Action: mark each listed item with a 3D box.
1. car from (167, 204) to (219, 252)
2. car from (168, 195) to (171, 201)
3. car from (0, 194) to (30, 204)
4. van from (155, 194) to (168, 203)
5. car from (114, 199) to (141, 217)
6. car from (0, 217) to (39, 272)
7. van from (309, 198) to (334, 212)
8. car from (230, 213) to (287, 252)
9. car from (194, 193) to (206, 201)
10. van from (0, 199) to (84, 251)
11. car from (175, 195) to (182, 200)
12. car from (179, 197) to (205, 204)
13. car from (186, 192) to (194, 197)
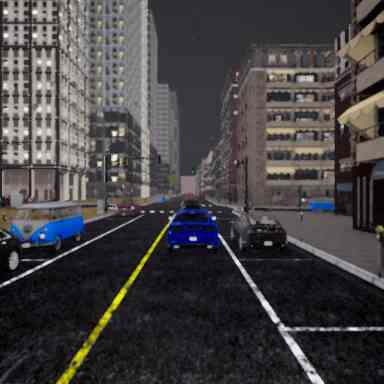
[{"bbox_3d":[0.023,1.462,13.891,1.882,1.535,5.008,0,0,0],"label":"car"},{"bbox_3d":[-6.189,1.462,85.058,1.752,1.417,4.829,0,0,0],"label":"car"},{"bbox_3d":[-21.370,1.026,41.241,4.097,1.590,1.967,1,-1,0],"label":"car"},{"bbox_3d":[-6.059,1.285,63.025,1.690,1.788,3.998,0,0,0],"label":"van"},{"bbox_3d":[-5.867,1.408,30.551,1.967,1.590,4.097,0,0,0],"label":"car"},{"bbox_3d":[-5.733,1.541,7.957,2.008,1.369,4.403,0,0,0],"label":"car"},{"bbox_3d":[16.690,1.662,41.418,3.998,1.788,1.690,1,-1,0],"label":"van"},{"bbox_3d":[2.614,1.535,13.654,2.008,1.369,4.403,0,0,0],"label":"car"},{"bbox_3d":[2.223,1.253,79.728,2.192,1.841,5.009,0,0,0],"label":"car"},{"bbox_3d":[-5.766,1.325,13.605,1.690,1.788,3.998,0,0,0],"label":"van"},{"bbox_3d":[-3.531,1.530,90.655,1.895,1.301,4.718,0,0,0],"label":"car"},{"bbox_3d":[-0.112,1.472,31.100,1.837,1.490,4.892,0,0,-2],"label":"car"},{"bbox_3d":[-0.518,1.081,89.254,2.150,2.045,5.566,0,0,0],"label":"car"}]
